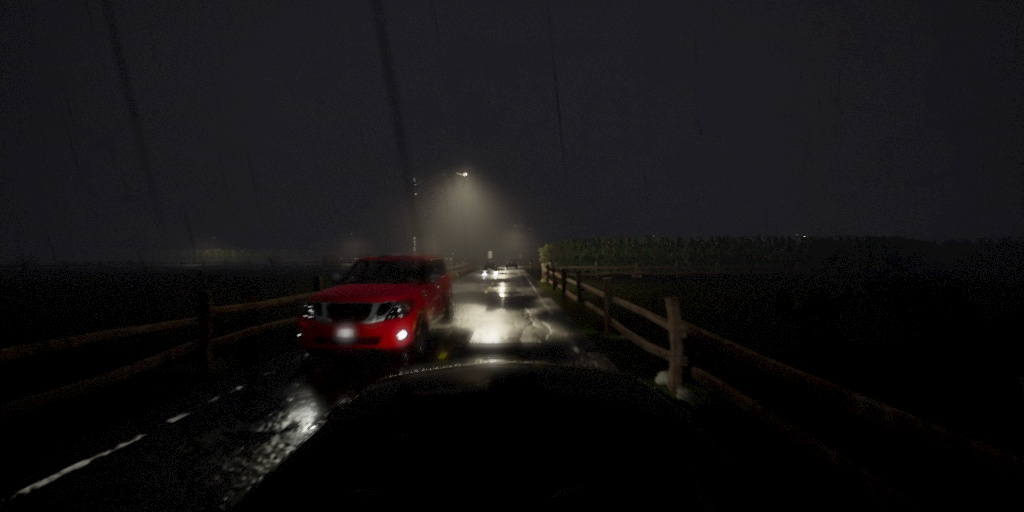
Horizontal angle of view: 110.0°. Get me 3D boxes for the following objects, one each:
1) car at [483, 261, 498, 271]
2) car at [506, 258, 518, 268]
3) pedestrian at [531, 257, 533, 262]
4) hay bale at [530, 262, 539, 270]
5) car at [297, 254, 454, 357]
[{"bbox_3d":[-2.853,1.316,48.583,1.895,1.301,4.718,0,0,0],"label":"car"},{"bbox_3d":[-0.030,1.251,58.021,2.033,1.411,5.357,0,0,0],"label":"car"},{"bbox_3d":[2.799,1.006,50.632,0.375,1.860,0.375,-1,1,-5],"label":"pedestrian"},{"bbox_3d":[3.099,1.370,49.546,1.220,1.180,1.240,0,0,0],"label":"hay bale"},{"bbox_3d":[-2.852,0.969,8.912,2.150,2.045,5.566,0,0,0],"label":"car"}]
